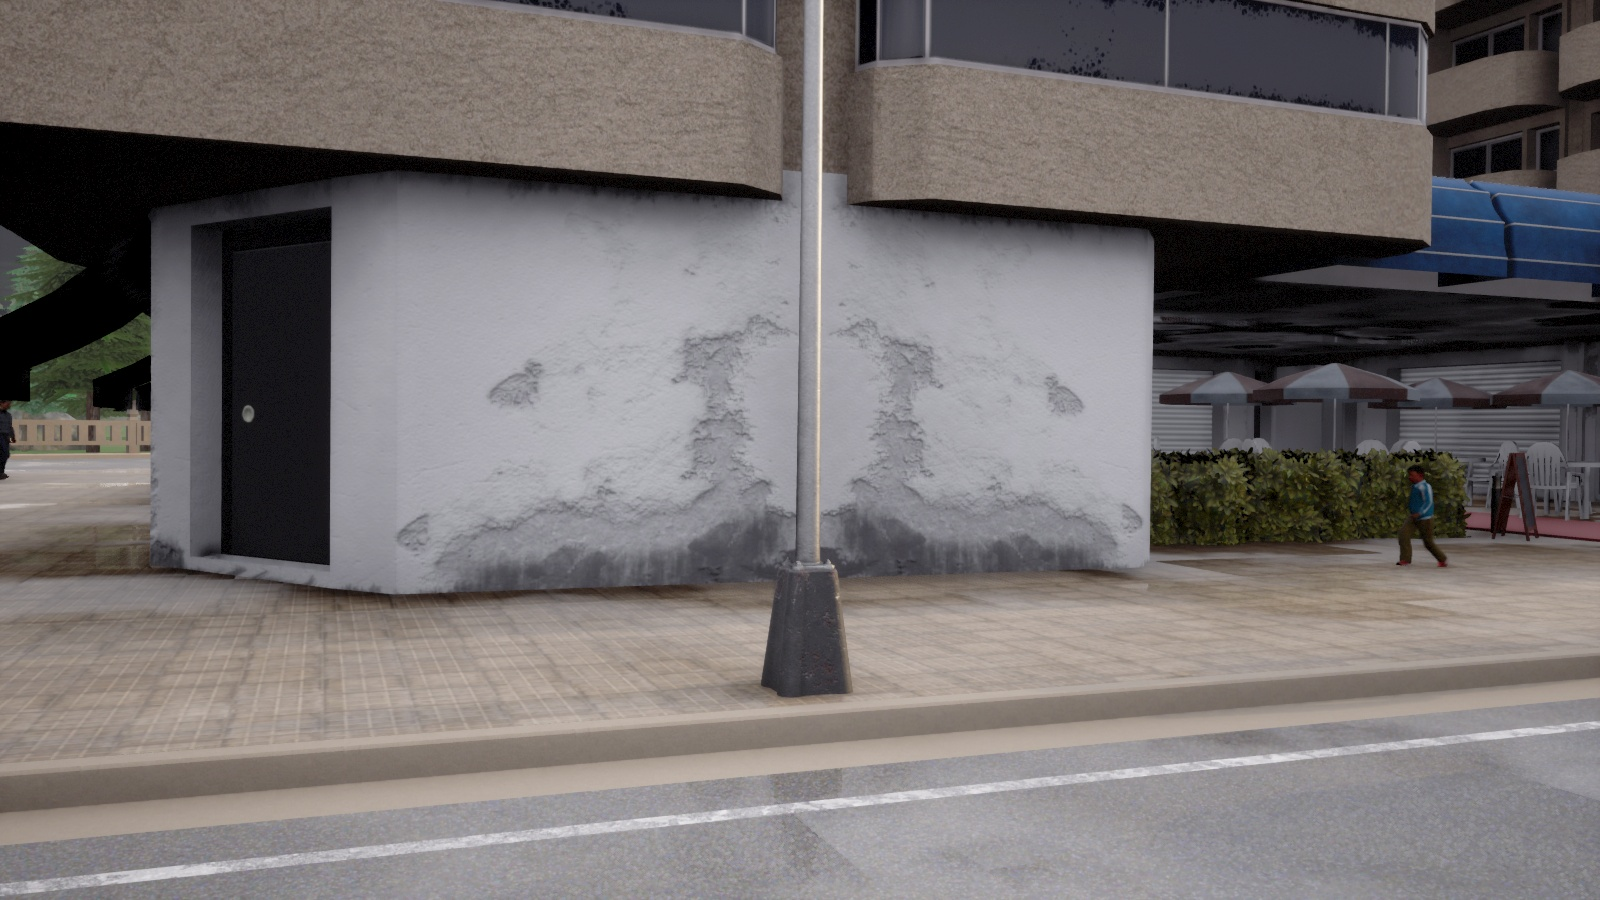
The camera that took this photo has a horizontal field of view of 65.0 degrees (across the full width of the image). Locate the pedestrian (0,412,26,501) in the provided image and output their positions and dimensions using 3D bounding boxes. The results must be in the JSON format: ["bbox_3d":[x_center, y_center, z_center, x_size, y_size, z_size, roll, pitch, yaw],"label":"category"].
[{"bbox_3d":[-17.705,0.135,27.851,0.788,1.949,0.423,0,1,9],"label":"pedestrian"}]

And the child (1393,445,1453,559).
[{"bbox_3d":[6.625,0.545,13.357,0.448,1.192,0.343,-1,1,-6],"label":"child"}]
